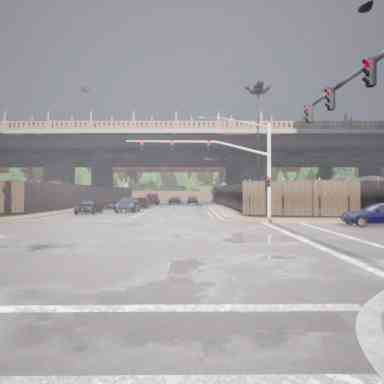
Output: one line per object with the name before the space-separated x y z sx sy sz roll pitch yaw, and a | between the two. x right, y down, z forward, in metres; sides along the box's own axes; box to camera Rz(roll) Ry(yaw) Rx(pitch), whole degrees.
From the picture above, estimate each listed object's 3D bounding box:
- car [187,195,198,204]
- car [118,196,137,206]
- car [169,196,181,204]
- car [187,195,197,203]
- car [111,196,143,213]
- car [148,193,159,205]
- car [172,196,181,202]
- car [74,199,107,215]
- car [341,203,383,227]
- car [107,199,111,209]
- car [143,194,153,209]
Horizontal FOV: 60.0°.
car | 0.086 1.580 63.487 1.895 1.301 4.718 0 0 0
car | -10.510 1.472 54.458 2.128 1.511 4.902 0 0 0
car | -3.413 1.579 63.856 1.895 1.301 4.718 0 0 0
car | 0.100 1.500 73.814 2.128 1.511 4.902 0 0 0
car | -7.039 1.340 36.516 2.097 1.767 4.553 0 0 0
car | -7.001 1.199 58.348 2.150 2.045 5.566 0 0 0
car | -3.400 1.570 73.848 1.895 1.301 4.718 0 0 0
car | -10.539 1.553 34.078 1.994 1.385 4.181 0 0 1
car | 12.055 1.463 21.331 4.674 1.442 1.812 0 0 1
car | -10.534 1.550 42.461 1.994 1.385 4.181 0 0 0
car | -7.024 1.462 45.744 1.882 1.535 5.008 0 0 0
